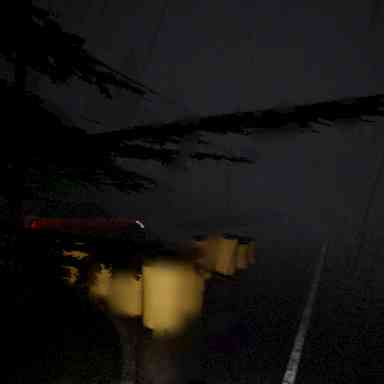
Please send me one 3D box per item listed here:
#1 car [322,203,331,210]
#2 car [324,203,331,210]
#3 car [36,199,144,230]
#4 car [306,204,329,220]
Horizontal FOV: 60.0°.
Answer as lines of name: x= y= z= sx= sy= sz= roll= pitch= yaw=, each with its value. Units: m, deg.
car: x=30.274 y=3.210 z=74.745 sx=1.837 sy=1.490 sz=4.892 roll=3 pitch=0 yaw=24
car: x=22.408 y=2.872 z=56.801 sx=1.895 sy=1.301 sz=4.718 roll=3 pitch=0 yaw=24
car: x=-4.063 y=1.205 z=12.902 sx=4.553 sy=1.767 sz=2.097 roll=3 pitch=0 yaw=-36
car: x=14.390 y=2.387 z=38.612 sx=1.994 sy=1.385 sz=4.181 roll=3 pitch=0 yaw=24
